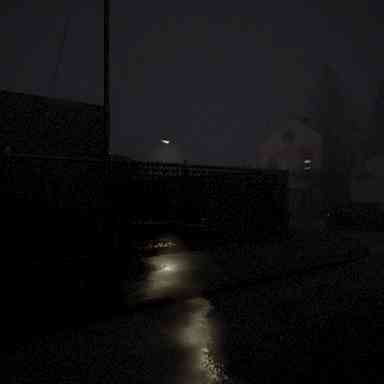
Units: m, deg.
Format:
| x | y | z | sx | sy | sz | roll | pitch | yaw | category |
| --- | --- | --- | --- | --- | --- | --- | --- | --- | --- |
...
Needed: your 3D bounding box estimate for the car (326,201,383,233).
| x | y | z | sx | sy | sz | roll | pitch | yaw | category |
| --- | --- | --- | --- | --- | --- | --- | --- | --- | --- |
| 9.734 | 1.352 | 17.926 | 2.097 | 1.767 | 4.553 | 0 | 0 | -40 | car |
